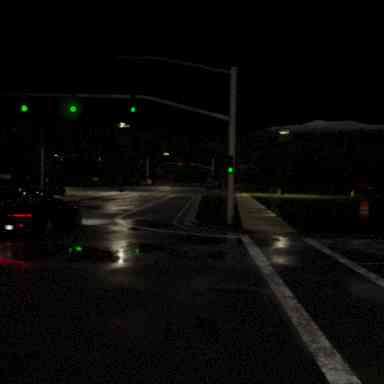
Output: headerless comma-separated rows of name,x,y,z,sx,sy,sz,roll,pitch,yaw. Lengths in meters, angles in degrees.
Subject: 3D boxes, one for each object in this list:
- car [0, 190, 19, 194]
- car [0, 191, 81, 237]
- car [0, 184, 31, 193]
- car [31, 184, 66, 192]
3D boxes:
car,-9.800,0.840,14.243,1.837,1.490,4.892,1,2,3
car,-6.304,0.920,14.099,1.837,1.490,4.892,1,2,3
car,-17.247,0.178,30.499,1.837,1.490,4.892,1,2,3
car,-16.766,-0.101,39.860,1.837,1.490,4.892,1,2,3
